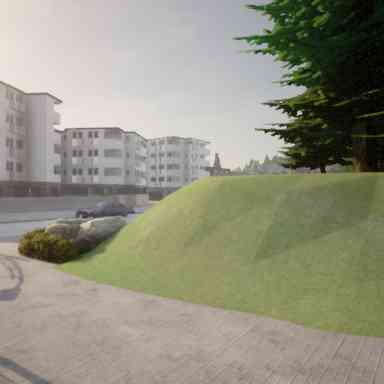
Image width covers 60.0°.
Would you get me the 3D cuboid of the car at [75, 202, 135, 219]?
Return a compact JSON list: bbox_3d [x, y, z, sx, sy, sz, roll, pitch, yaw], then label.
[{"bbox_3d":[-7.333,1.531,28.703,2.033,1.411,5.357,0,0,36],"label":"car"}]
